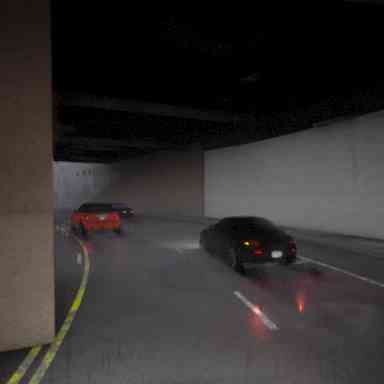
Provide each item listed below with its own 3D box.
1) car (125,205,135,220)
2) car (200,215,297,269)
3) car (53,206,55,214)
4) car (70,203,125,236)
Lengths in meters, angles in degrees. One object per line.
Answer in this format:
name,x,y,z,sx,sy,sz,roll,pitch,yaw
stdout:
car,-6.530,1.605,27.662,2.033,1.411,5.357,-1,0,-33
car,1.672,1.505,11.091,1.812,1.442,4.674,0,0,-15
car,-16.290,1.681,36.227,1.812,1.442,4.674,-1,0,-33
car,-5.728,1.404,19.388,2.097,1.767,4.553,-1,0,-28
